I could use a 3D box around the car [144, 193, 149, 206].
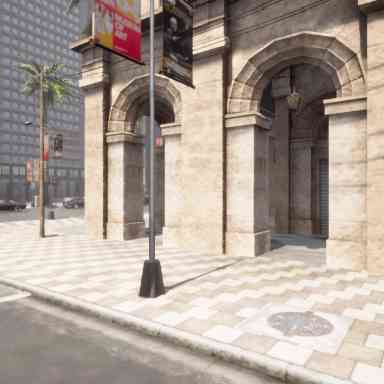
[{"bbox_3d":[-7.552,1.222,55.964,2.150,2.045,5.566,0,0,36],"label":"car"}]

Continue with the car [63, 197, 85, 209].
[{"bbox_3d":[-15.103,1.505,45.472,1.837,1.490,4.892,0,0,36],"label":"car"}]

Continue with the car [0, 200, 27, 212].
[{"bbox_3d":[-21.159,1.601,37.037,1.895,1.301,4.718,0,0,36],"label":"car"}]

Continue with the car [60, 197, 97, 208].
[{"bbox_3d":[-16.554,1.513,48.755,2.161,1.482,4.786,0,0,35],"label":"car"}]
